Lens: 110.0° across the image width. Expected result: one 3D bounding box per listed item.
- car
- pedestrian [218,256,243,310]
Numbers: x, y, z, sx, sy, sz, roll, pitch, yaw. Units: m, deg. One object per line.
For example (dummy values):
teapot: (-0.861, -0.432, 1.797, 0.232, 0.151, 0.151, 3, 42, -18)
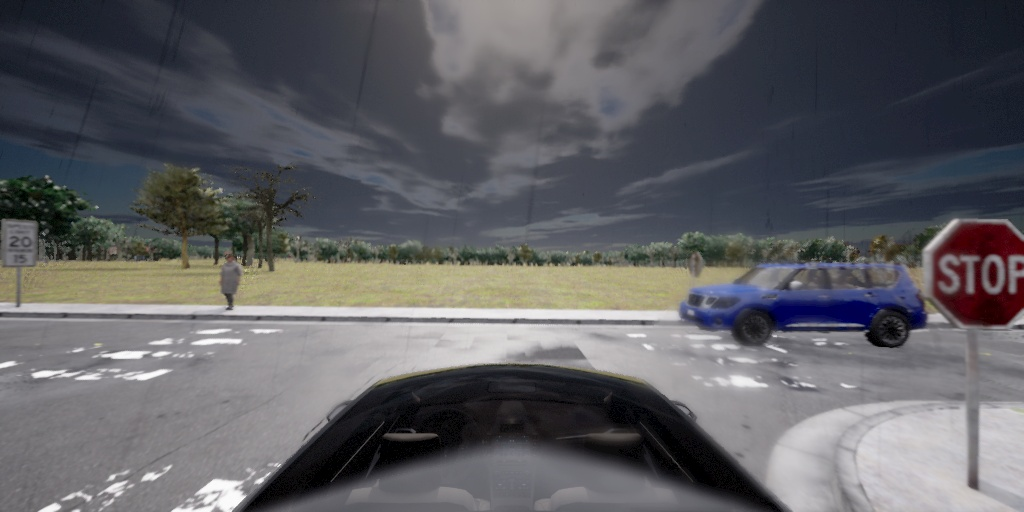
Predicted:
car: (7.529, 1.180, 9.587, 5.566, 2.045, 2.150, 1, -1, 0)
pedestrian: (-9.693, 0.906, 12.365, 0.375, 1.860, 0.375, 0, -1, 0)
